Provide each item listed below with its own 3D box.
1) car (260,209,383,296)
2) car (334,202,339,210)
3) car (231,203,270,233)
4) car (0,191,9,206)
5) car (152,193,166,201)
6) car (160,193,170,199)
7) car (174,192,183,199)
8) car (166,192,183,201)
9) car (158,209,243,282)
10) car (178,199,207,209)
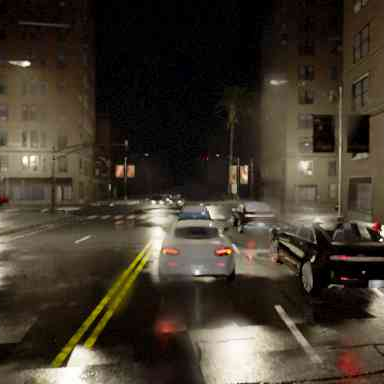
[{"bbox_3d":[3.341,1.412,8.404,2.128,1.511,4.902,0,1,0],"label":"car"},{"bbox_3d":[16.264,1.460,32.620,4.313,1.339,1.947,0,1,0],"label":"car"},{"bbox_3d":[3.278,1.320,18.161,2.128,1.511,4.902,0,1,0],"label":"car"},{"bbox_3d":[-23.827,0.733,38.175,5.009,1.841,2.192,0,1,-8],"label":"car"},{"bbox_3d":[-6.424,1.006,63.471,1.895,1.301,4.718,0,1,1],"label":"car"},{"bbox_3d":[-6.375,0.845,78.556,1.895,1.301,4.718,0,1,0],"label":"car"},{"bbox_3d":[-3.125,0.784,79.004,2.033,1.411,5.357,0,1,0],"label":"car"},{"bbox_3d":[-3.183,0.755,63.637,2.097,1.767,4.553,0,1,1],"label":"car"},{"bbox_3d":[0.114,1.436,9.379,1.812,1.442,4.674,0,0,0],"label":"car"},{"bbox_3d":[0.129,1.369,18.834,2.033,1.411,5.357,0,1,0],"label":"car"}]
